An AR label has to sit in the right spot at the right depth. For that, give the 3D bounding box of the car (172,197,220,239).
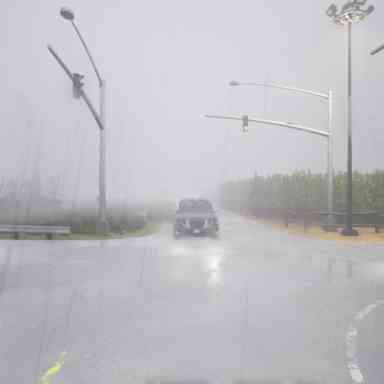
[{"bbox_3d":[0.175,1.372,17.791,2.150,2.045,5.566,0,1,-1],"label":"car"}]
